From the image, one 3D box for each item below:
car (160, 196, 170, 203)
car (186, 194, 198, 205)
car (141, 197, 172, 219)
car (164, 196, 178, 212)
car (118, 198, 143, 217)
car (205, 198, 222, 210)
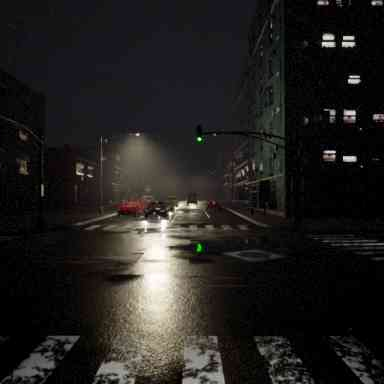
[{"bbox_3d":[-5.665,1.601,70.947,1.802,1.307,4.206,1,0,0],"label":"car"},{"bbox_3d":[0.010,1.562,58.813,2.033,1.411,5.357,0,0,0],"label":"car"},{"bbox_3d":[-3.089,1.512,29.752,1.837,1.490,4.892,0,0,0],"label":"car"},{"bbox_3d":[-3.081,1.557,40.143,2.033,1.411,5.357,0,0,0],"label":"car"},{"bbox_3d":[-5.748,1.552,31.144,1.887,1.381,4.507,1,0,0],"label":"car"},{"bbox_3d":[2.713,1.450,42.573,1.967,1.590,4.097,1,0,0],"label":"car"}]
